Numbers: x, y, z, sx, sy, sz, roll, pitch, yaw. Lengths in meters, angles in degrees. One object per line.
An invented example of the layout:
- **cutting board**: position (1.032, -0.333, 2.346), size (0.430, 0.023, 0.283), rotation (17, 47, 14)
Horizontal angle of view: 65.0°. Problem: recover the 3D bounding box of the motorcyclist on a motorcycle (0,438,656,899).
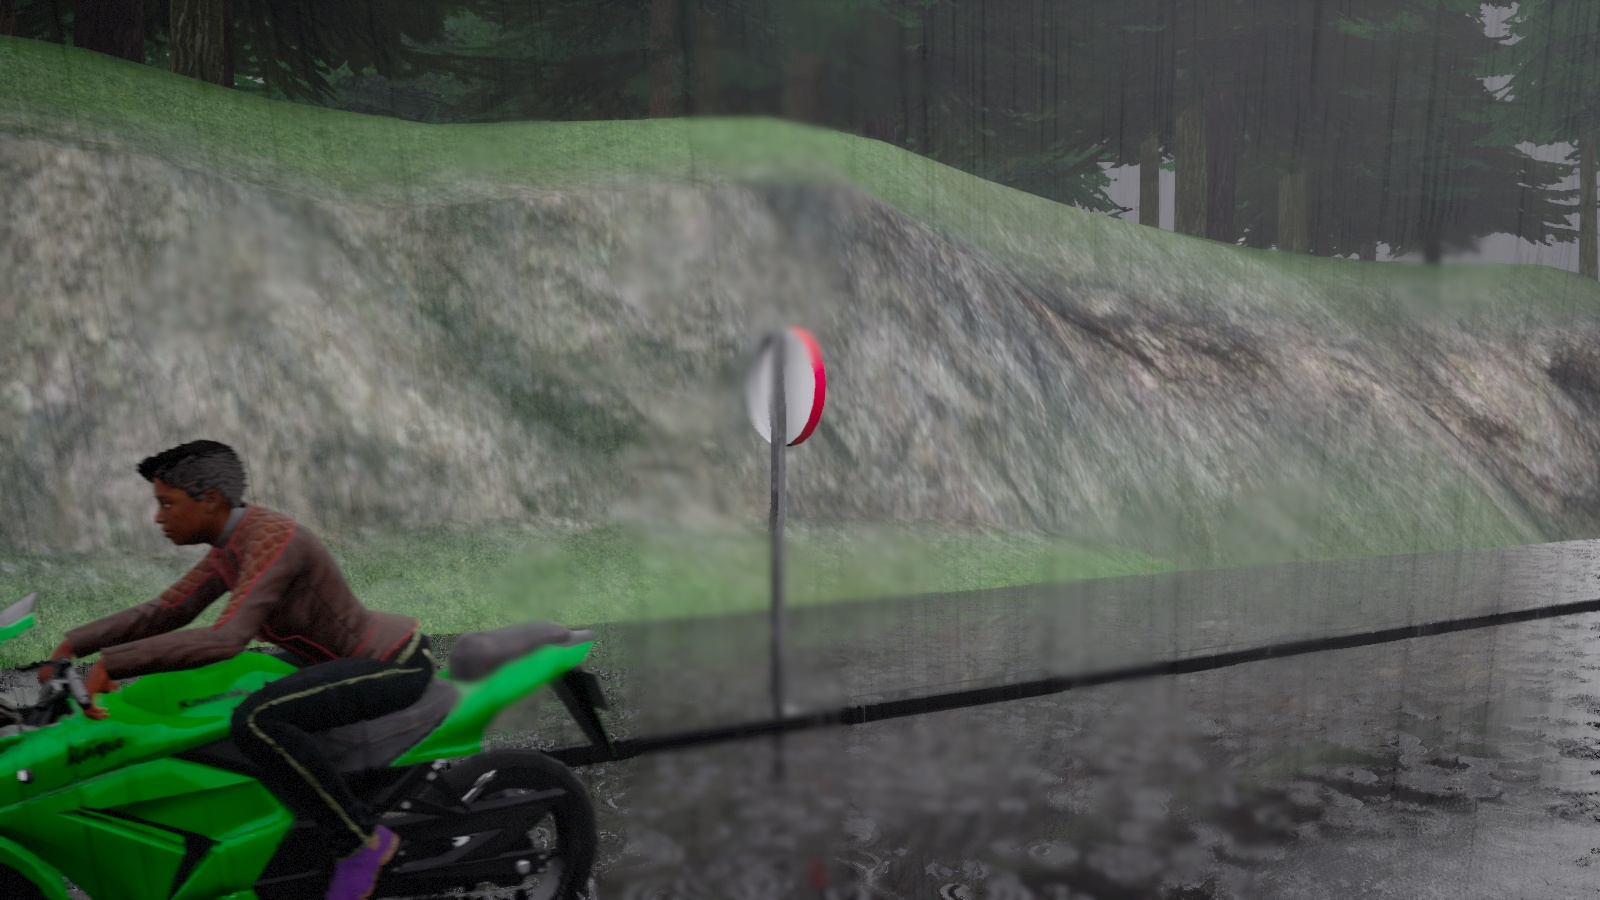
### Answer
- **motorcyclist on a motorcycle**: position (-1.470, 0.738, 3.248), size (2.044, 1.523, 0.797), rotation (0, 0, -35)
